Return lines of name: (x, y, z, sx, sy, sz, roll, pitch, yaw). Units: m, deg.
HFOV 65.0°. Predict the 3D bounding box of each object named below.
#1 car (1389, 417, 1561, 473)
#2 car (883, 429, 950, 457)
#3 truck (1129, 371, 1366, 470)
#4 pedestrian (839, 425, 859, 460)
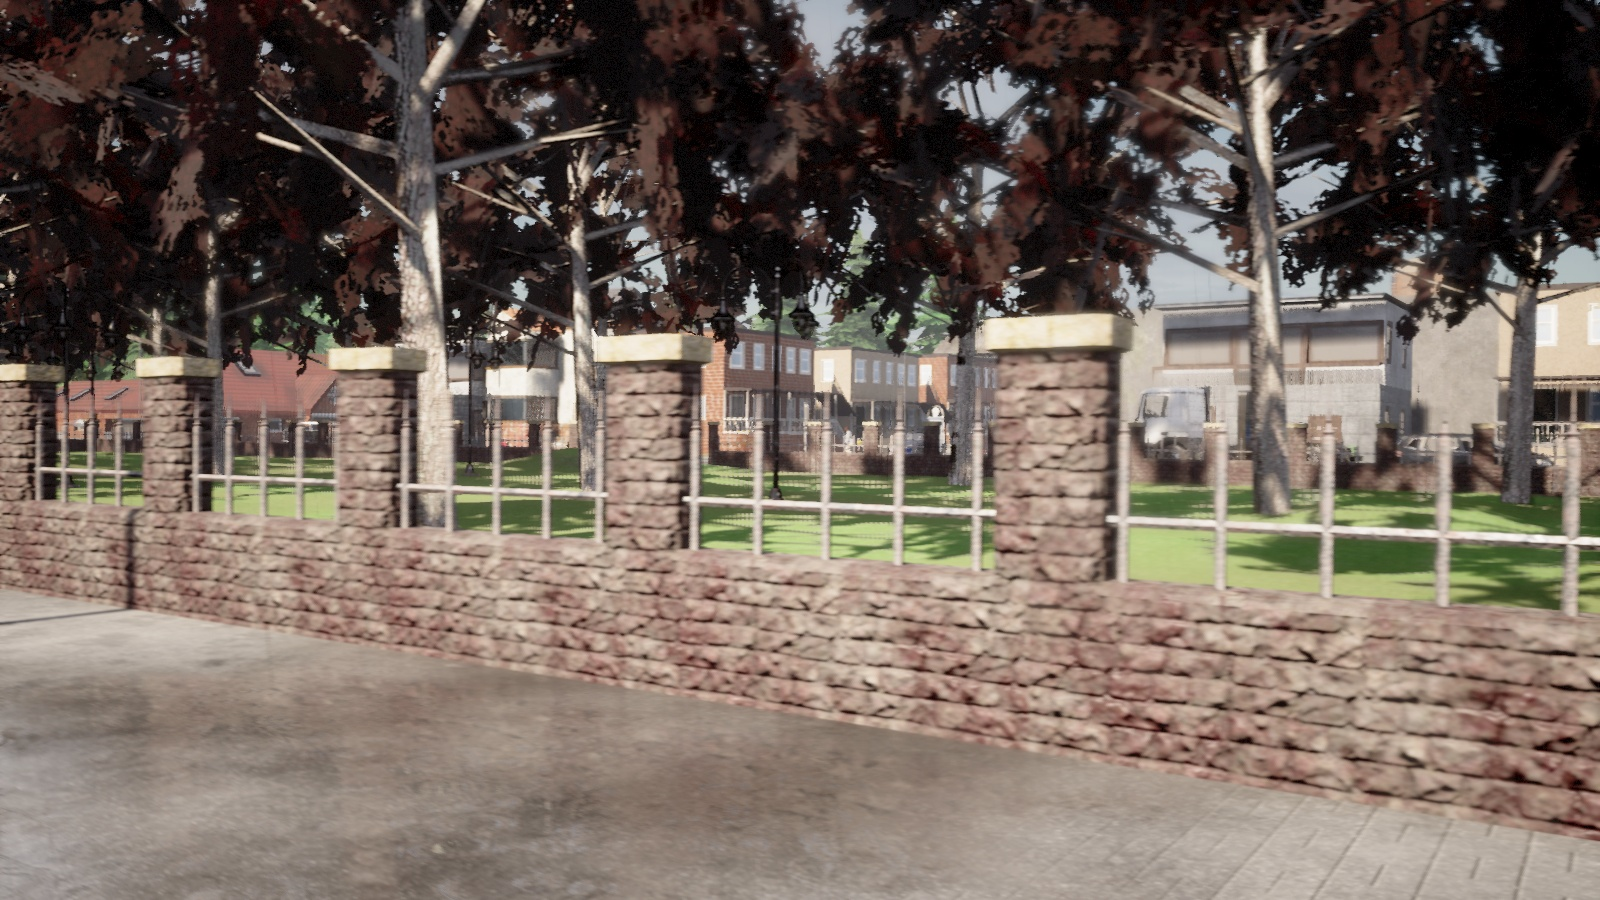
car: (21.276, -0.157, 39.623, 4.611, 1.667, 2.242, 0, 1, 34)
car: (7.145, -0.450, 76.714, 2.033, 1.649, 4.856, 0, 1, 34)
truck: (16.795, -1.050, 47.401, 7.936, 3.462, 2.891, 0, 1, 34)
pedestrian: (2.596, -0.413, 66.726, 0.900, 1.855, 0.874, 0, 1, 12)
